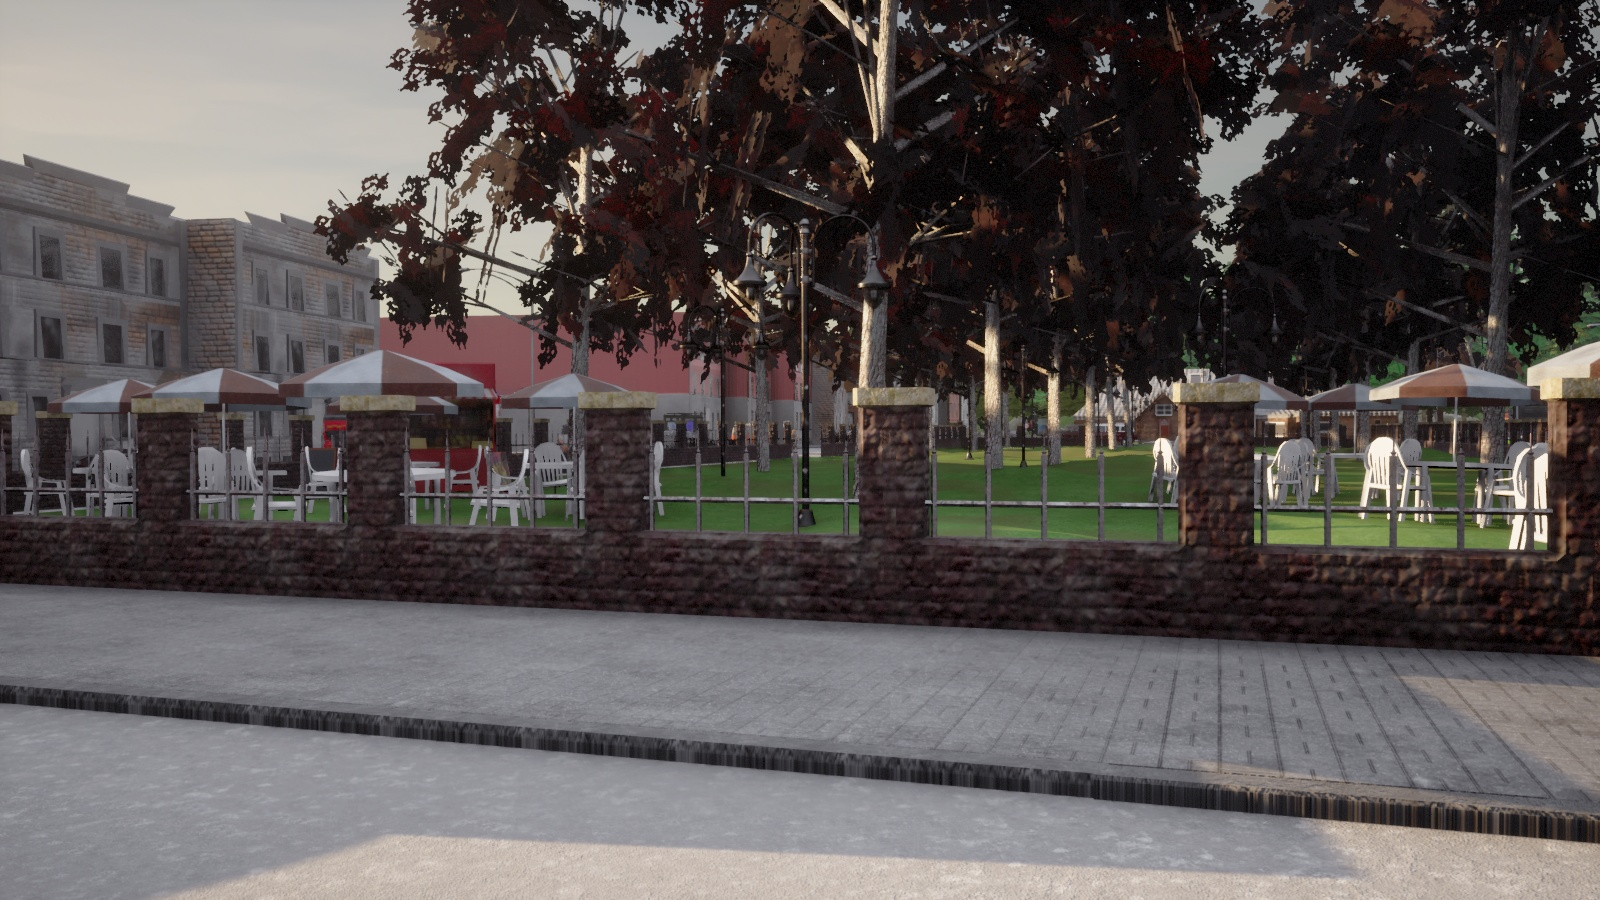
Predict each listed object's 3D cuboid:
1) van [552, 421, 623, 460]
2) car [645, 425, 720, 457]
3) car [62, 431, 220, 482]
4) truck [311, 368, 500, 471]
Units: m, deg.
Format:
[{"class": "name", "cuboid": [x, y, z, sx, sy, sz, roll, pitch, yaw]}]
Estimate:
[{"class": "van", "cuboid": [-11.035, -0.510, 65.420, 1.775, 1.987, 4.442, 1, 1, 18]}, {"class": "car", "cuboid": [-6.223, -0.494, 67.206, 2.152, 1.651, 5.027, 1, 1, 18]}, {"class": "car", "cuboid": [-20.029, 0.151, 38.369, 1.816, 1.474, 4.193, 1, 1, 18]}, {"class": "truck", "cuboid": [-15.786, -1.216, 51.109, 2.891, 3.827, 8.468, 1, 1, 18]}]
